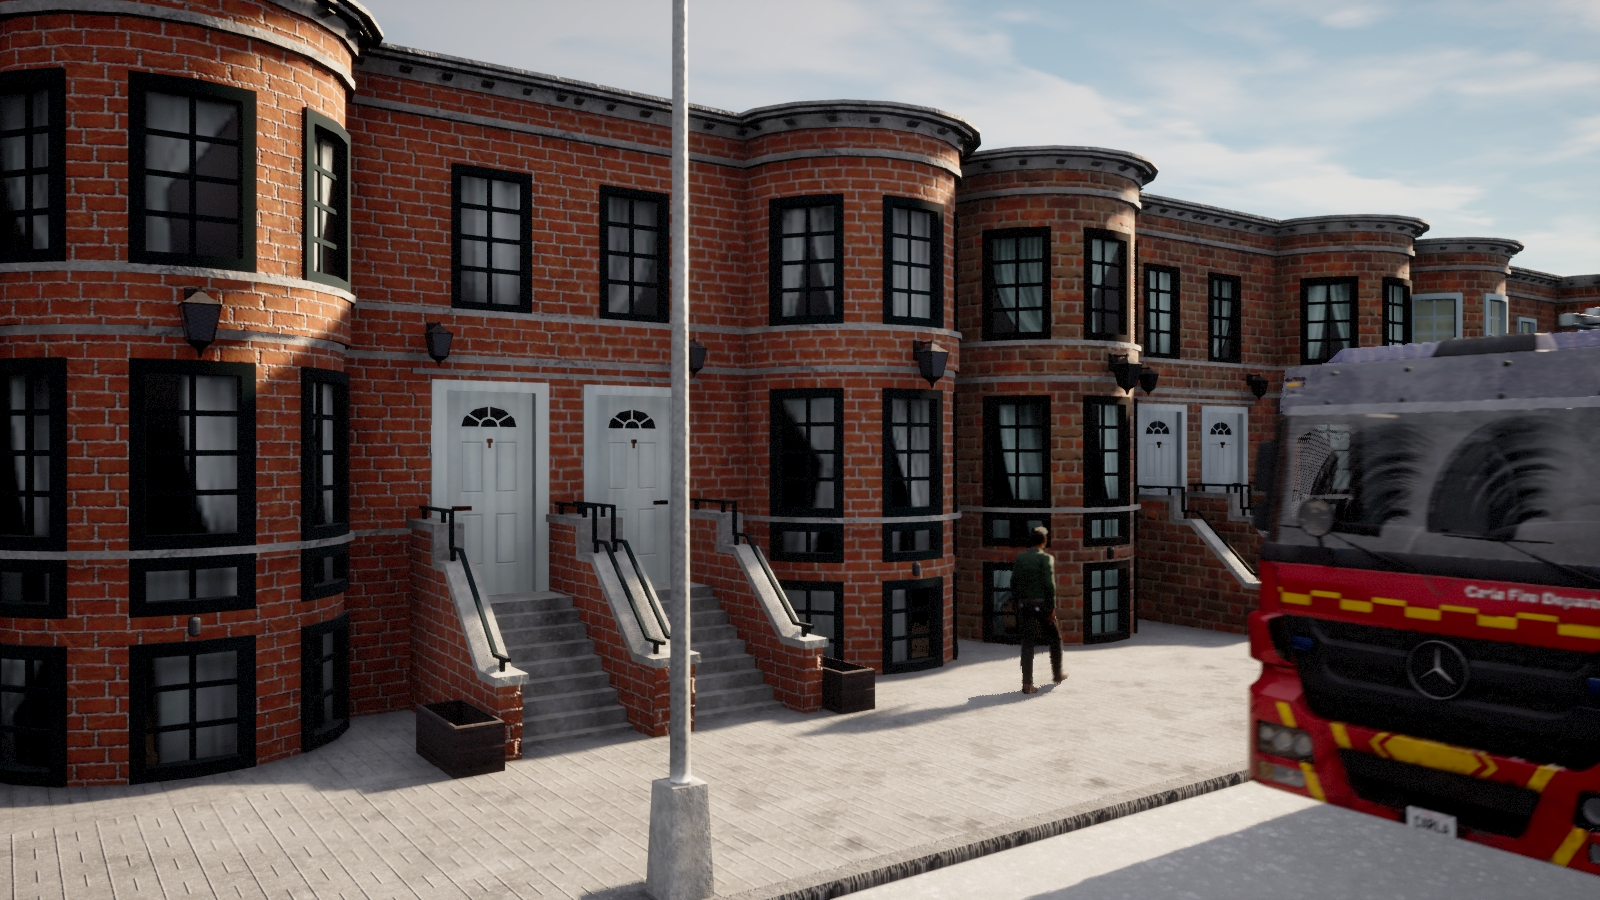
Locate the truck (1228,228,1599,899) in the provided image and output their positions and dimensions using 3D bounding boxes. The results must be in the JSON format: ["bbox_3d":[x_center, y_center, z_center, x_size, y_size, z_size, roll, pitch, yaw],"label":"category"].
[{"bbox_3d":[7.434,0.666,9.607,8.468,3.827,2.891,0,0,-35],"label":"truck"}]

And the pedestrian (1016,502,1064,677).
[{"bbox_3d":[2.650,1.521,12.618,0.375,1.860,0.375,0,0,42],"label":"pedestrian"}]
